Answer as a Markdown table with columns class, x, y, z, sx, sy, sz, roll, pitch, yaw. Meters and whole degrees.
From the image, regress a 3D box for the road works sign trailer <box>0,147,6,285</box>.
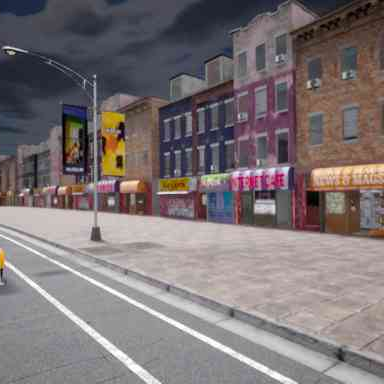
| class | x | y | z | sx | sy | sz | roll | pitch | yaw |
| --- | --- | --- | --- | --- | --- | --- | --- | --- | --- |
| road works sign trailer | -6.329 | 0.490 | 8.573 | 2.380 | 3.560 | 2.880 | 0 | 0 | -39 |
